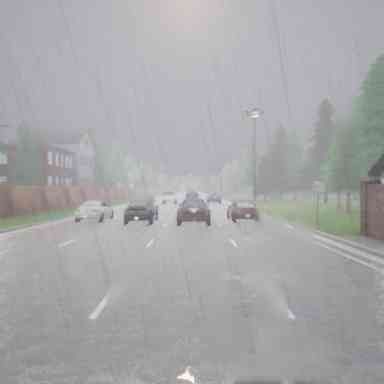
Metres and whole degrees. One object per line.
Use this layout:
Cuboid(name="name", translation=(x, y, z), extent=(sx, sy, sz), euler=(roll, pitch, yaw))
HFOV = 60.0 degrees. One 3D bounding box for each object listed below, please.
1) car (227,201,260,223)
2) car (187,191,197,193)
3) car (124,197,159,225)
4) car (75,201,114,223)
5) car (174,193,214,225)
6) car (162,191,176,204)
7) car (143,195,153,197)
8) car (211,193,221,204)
Cuboid(name="car", translation=(3.594, 1.351, 23.747), extent=(1.812, 1.442, 4.674), euler=(0, 0, 0))
Cuboid(name="car", translation=(0.013, 0.836, 52.739), extent=(2.150, 2.045, 5.566), euler=(0, 0, 0))
Cuboid(name="car", translation=(-3.395, 1.338, 22.745), extent=(1.837, 1.490, 4.892), euler=(0, 0, 0))
Cuboid(name="car", translation=(-6.906, 1.352, 23.763), extent=(1.812, 1.442, 4.674), euler=(0, 0, 0))
Cuboid(name="car", translation=(0.106, 1.188, 22.394), extent=(2.097, 1.767, 4.553), euler=(0, 0, 0))
Cuboid(name="car", translation=(-3.487, 0.836, 52.739), extent=(2.150, 2.045, 5.566), euler=(0, 0, 0))
Cuboid(name="car", translation=(-6.987, 1.163, 52.728), extent=(2.033, 1.411, 5.357), euler=(0, 0, 0))
Cuboid(name="car", translation=(3.514, 0.962, 53.218), extent=(2.097, 1.767, 4.553), euler=(0, 0, 0))
